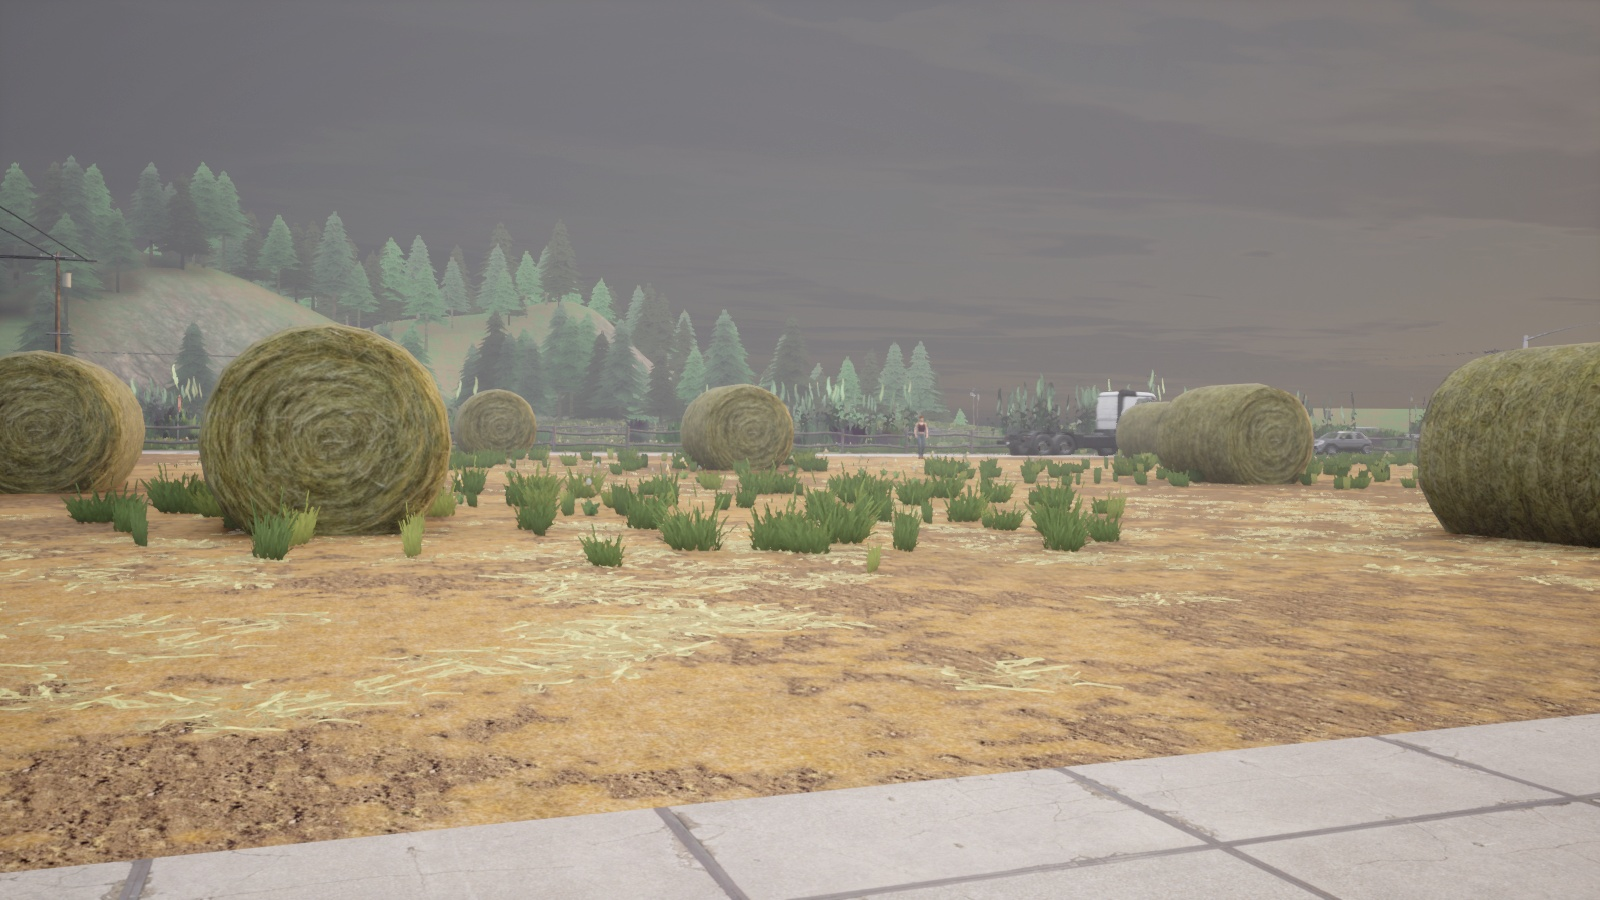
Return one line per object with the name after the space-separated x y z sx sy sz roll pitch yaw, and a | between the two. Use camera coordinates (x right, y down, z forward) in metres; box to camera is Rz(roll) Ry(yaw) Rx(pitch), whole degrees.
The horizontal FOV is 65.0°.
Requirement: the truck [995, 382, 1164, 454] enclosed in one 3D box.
14.091 -1.643 63.360 7.936 3.462 2.891 -1 1 -17 | truck

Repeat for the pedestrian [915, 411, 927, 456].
4.928 -0.663 51.060 0.345 1.836 0.594 -1 1 -7 | pedestrian

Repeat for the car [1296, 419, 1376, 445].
30.776 -1.043 72.126 3.806 1.475 1.970 -1 1 -17 | car
